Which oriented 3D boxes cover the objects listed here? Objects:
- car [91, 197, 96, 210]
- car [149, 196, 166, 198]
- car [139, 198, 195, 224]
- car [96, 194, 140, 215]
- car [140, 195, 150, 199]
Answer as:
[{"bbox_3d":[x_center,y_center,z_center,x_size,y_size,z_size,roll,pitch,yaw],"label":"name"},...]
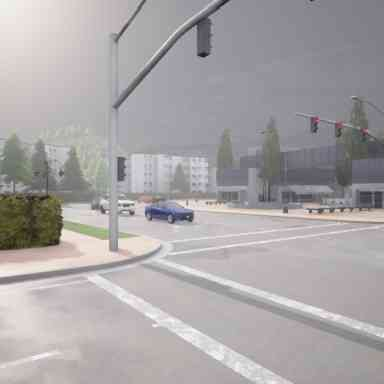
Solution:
[{"bbox_3d":[-11.915,1.352,42.940,2.097,1.767,4.553,0,0,-17],"label":"car"},{"bbox_3d":[-6.280,1.477,65.915,1.882,1.535,5.008,0,0,11],"label":"car"},{"bbox_3d":[-1.792,1.478,25.376,1.882,1.535,5.008,0,0,-37],"label":"car"},{"bbox_3d":[-7.601,1.221,33.554,2.150,2.045,5.566,0,0,-32],"label":"car"},{"bbox_3d":[-9.288,1.352,68.133,2.097,1.767,4.553,0,0,15],"label":"car"}]
